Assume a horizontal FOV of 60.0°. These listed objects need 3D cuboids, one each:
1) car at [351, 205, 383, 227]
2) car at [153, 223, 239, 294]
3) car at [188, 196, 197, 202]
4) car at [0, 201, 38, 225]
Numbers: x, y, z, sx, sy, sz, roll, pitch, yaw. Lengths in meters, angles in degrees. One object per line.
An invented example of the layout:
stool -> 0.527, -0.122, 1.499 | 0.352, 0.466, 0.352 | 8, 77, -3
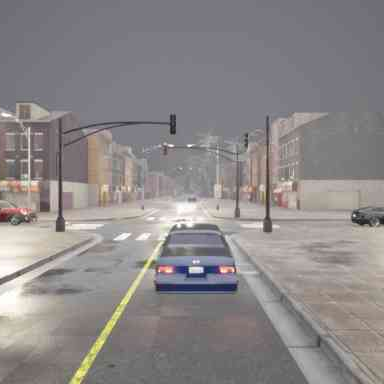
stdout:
car -> 12.356, 1.521, 21.035 | 4.313, 1.339, 1.947 | 0, 0, 0
car -> 0.082, 1.549, 8.920 | 2.033, 1.411, 5.357 | 0, 0, 0
car -> 0.019, 1.547, 75.854 | 1.882, 1.535, 5.008 | 0, 0, 0
car -> -13.466, 1.397, 23.641 | 4.553, 1.767, 2.097 | 0, 0, -1
